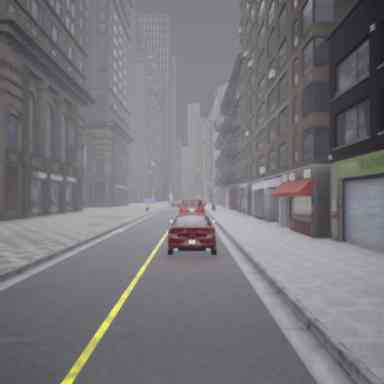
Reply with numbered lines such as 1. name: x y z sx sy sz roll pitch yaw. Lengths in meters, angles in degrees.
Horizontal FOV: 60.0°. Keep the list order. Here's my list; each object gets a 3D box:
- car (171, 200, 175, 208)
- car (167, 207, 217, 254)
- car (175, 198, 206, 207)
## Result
1. car: -3.035 2.338 65.003 1.837 1.490 4.892 0 -1 1
2. car: 0.025 1.633 14.245 1.882 1.535 5.008 0 0 1
3. car: 0.002 1.534 27.571 2.150 2.045 5.566 0 0 0
